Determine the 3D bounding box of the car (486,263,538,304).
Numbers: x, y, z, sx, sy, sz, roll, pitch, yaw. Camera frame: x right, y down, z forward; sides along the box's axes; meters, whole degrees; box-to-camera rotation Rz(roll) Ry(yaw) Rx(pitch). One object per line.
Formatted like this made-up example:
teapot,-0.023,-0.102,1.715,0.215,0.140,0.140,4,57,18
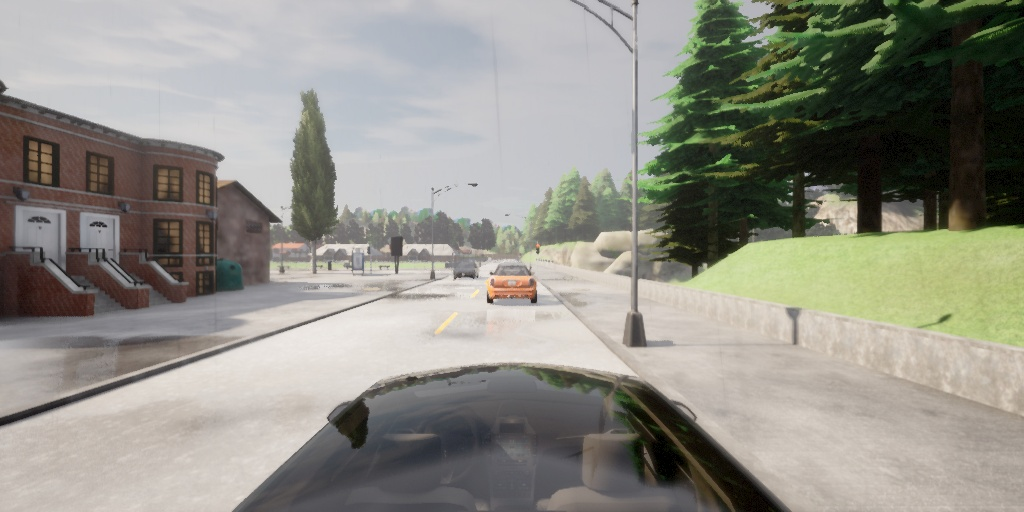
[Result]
car,0.000,1.113,16.470,2.097,1.767,4.553,0,0,0

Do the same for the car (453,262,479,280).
car,-4.000,1.308,31.790,1.837,1.490,4.892,0,0,0
